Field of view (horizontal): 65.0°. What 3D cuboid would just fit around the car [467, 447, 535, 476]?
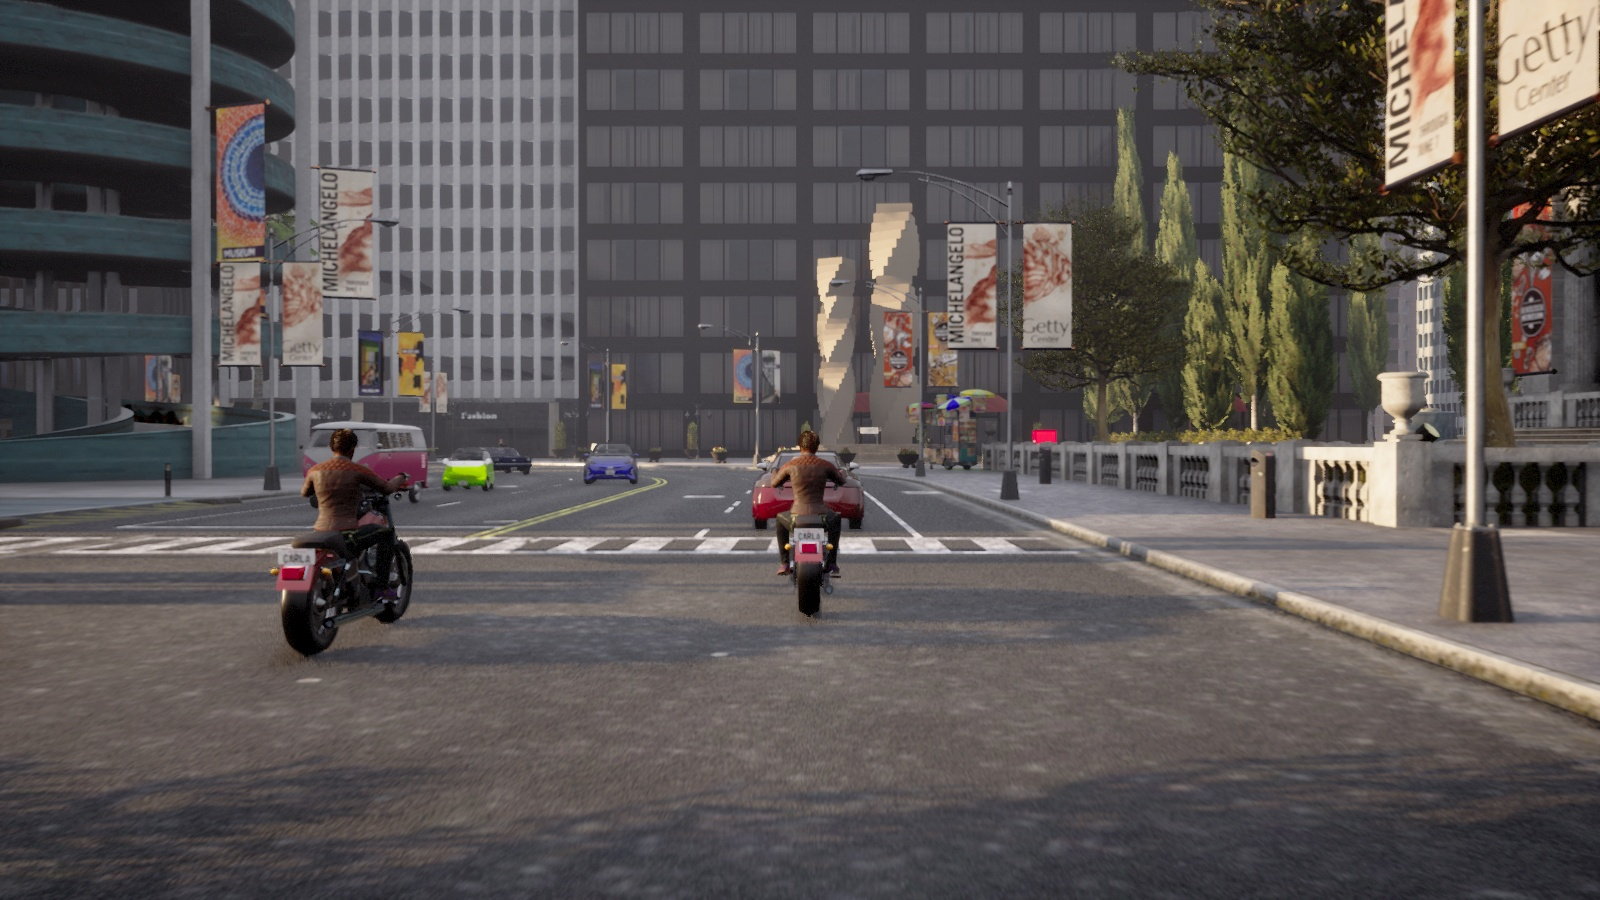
[{"bbox_3d":[-14.156,0.500,59.250,1.895,1.301,4.718,0,0,-29],"label":"car"}]

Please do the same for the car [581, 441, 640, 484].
[{"bbox_3d":[-6.964,0.424,46.489,2.007,1.525,4.514,0,0,-6],"label":"car"}]

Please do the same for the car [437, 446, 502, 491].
[{"bbox_3d":[-10.324,0.570,39.353,1.481,1.376,2.207,0,0,0],"label":"car"}]

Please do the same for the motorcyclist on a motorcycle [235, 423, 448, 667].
[{"bbox_3d":[-3.430,0.639,9.665,0.766,1.649,2.350,0,0,0],"label":"motorcyclist on a motorcycle"}]

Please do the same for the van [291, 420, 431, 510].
[{"bbox_3d":[-10.319,0.322,29.890,1.775,1.987,4.442,0,0,0],"label":"van"}]

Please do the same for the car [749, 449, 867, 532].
[{"bbox_3d":[0.148,0.679,23.271,1.994,1.385,4.181,0,0,0],"label":"car"}]

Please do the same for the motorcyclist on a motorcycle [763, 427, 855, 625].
[{"bbox_3d":[0.082,0.631,11.667,0.766,1.649,2.350,0,0,0],"label":"motorcyclist on a motorcycle"}]
